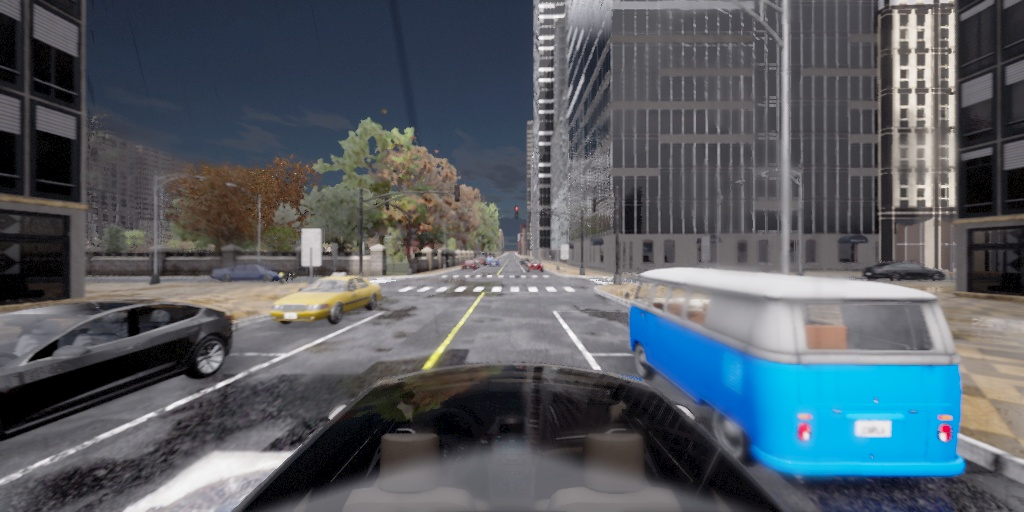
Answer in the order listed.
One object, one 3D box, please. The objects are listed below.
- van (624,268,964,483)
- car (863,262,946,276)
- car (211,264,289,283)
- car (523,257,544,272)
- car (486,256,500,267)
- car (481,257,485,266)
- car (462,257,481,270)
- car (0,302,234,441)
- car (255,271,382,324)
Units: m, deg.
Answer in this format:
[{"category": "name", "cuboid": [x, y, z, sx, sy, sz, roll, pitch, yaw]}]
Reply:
[{"category": "van", "cuboid": [2.772, 1.083, 4.604, 1.690, 1.789, 3.998, 0, 0, 0]}, {"category": "car", "cuboid": [27.603, 1.111, 25.399, 4.674, 1.442, 1.812, 0, 0, 1]}, {"category": "car", "cuboid": [-18.947, 1.285, 26.384, 5.357, 1.411, 2.033, 0, 0, 1]}, {"category": "car", "cuboid": [2.694, 1.084, 42.729, 1.967, 1.591, 4.097, 0, 0, 0]}, {"category": "car", "cuboid": [-3.033, 1.121, 61.576, 1.812, 1.442, 4.674, 0, 0, 1]}, {"category": "car", "cuboid": [-5.686, 1.166, 54.090, 2.007, 1.370, 4.403, 0, 0, 0]}, {"category": "car", "cuboid": [-5.687, 1.175, 48.408, 1.888, 1.381, 4.507, 0, 0, 0]}, {"category": "car", "cuboid": [-5.771, 1.309, 4.603, 1.948, 1.339, 4.313, 0, 0, 0]}, {"category": "car", "cuboid": [-5.819, 1.249, 11.837, 1.751, 1.417, 4.829, 0, 0, 0]}]
